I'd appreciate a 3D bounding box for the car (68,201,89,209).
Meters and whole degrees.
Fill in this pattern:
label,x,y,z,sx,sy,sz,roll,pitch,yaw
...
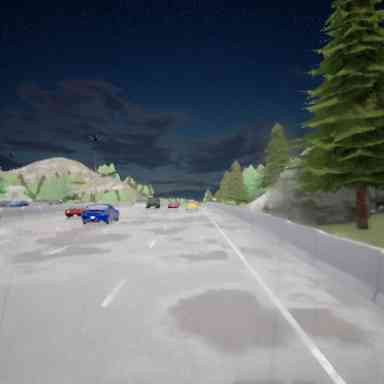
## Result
label,x,y,z,sx,sy,sz,roll,pitch,yaw
car,-21.005,2.443,61.830,2.033,1.411,5.357,0,-2,0

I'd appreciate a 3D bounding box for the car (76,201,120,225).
label,x,y,z,sx,sy,sz,roll,pitch,yaw
car,-6.902,1.631,25.569,1.882,1.535,5.008,0,-1,0

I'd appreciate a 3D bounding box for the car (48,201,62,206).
label,x,y,z,sx,sy,sz,roll,pitch,yaw
car,-24.507,2.345,60.258,1.994,1.385,4.181,0,-1,0

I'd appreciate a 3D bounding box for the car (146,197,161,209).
label,x,y,z,sx,sy,sz,roll,pitch,yaw
car,-6.907,2.001,60.324,2.150,2.045,5.566,0,-1,0

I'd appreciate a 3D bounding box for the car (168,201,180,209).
label,x,y,z,sx,sy,sz,roll,pitch,yaw
car,-3.407,2.406,62.617,1.994,1.385,4.181,0,-2,0

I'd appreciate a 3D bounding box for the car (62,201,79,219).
label,x,y,z,sx,sy,sz,roll,pitch,yaw
car,-10.403,1.832,31.796,1.895,1.301,4.718,0,-1,0

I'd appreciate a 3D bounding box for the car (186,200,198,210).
label,x,y,z,sx,sy,sz,roll,pitch,yaw
car,0.065,2.083,53.764,1.801,1.575,5.366,0,-1,0

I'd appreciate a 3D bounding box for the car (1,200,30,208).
label,x,y,z,sx,sy,sz,roll,pitch,yaw
car,-28.026,2.100,53.659,1.882,1.535,5.008,0,-1,0
